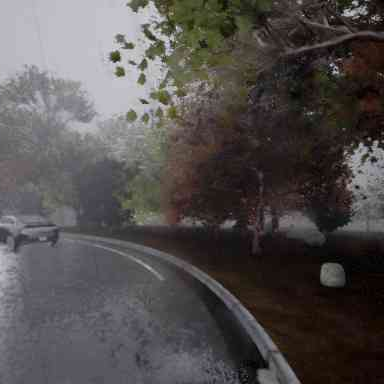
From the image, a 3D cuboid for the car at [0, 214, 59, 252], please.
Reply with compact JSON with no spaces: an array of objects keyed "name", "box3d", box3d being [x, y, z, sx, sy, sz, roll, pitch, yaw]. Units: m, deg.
[{"name":"car","box3d":[-7.979,1.768,15.497,4.902,1.511,2.128,-1,-1,43]}]
